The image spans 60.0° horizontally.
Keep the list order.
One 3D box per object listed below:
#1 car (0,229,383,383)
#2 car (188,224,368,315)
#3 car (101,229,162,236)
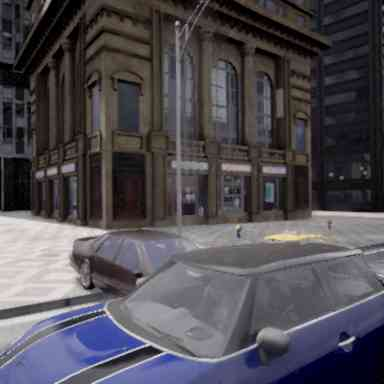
[{"bbox_3d":[0.357,1.408,3.445,4.553,1.767,2.097,1,-1,-36],"label":"car"},{"bbox_3d":[2.381,1.667,8.437,4.829,1.417,1.752,1,-2,-37],"label":"car"},{"bbox_3d":[-0.875,1.577,7.107,2.033,1.411,5.357,1,2,-40],"label":"car"}]
